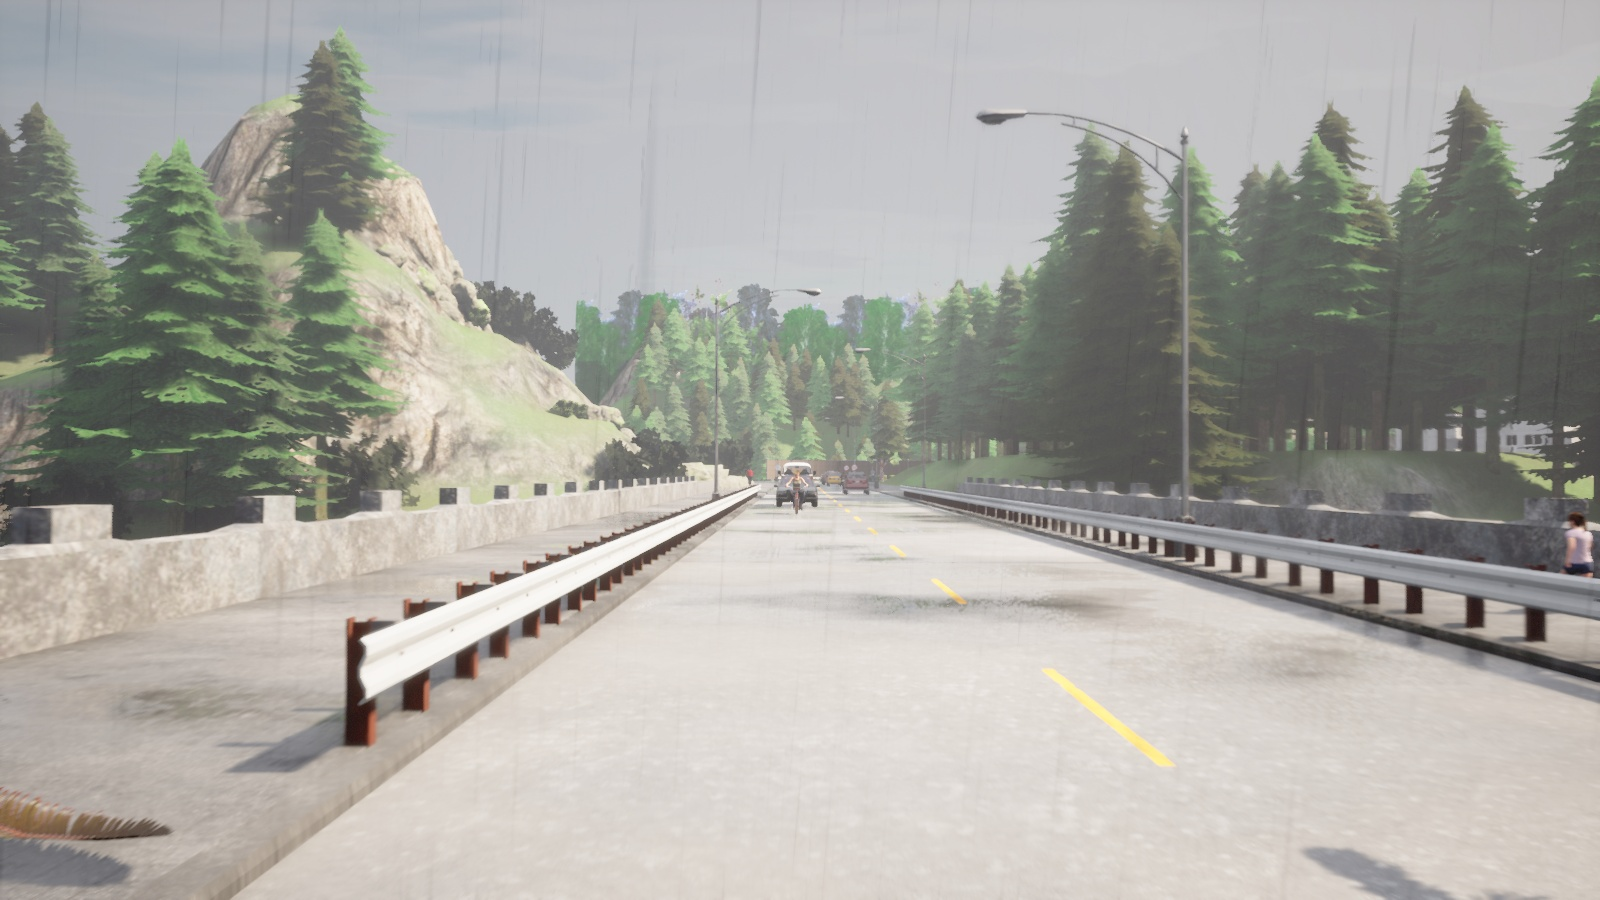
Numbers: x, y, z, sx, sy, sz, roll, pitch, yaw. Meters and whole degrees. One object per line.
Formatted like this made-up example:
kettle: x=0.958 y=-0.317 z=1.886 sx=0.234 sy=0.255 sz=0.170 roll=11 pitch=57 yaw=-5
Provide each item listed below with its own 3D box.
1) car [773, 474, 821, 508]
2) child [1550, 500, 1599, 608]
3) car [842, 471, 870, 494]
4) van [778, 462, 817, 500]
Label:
car: x=-0.120 y=1.797 z=55.804 sx=2.033 sy=1.411 sz=5.357 roll=0 pitch=-1 yaw=0
child: x=8.197 y=1.094 z=13.294 sx=0.255 sy=1.110 sz=0.394 roll=0 pitch=-1 yaw=-3
car: x=3.815 y=2.218 z=85.976 sx=1.789 sy=1.549 sz=3.705 roll=0 pitch=-1 yaw=0
van: x=-0.150 y=1.698 z=69.363 sx=2.069 sy=2.038 sz=4.480 roll=0 pitch=-1 yaw=0
